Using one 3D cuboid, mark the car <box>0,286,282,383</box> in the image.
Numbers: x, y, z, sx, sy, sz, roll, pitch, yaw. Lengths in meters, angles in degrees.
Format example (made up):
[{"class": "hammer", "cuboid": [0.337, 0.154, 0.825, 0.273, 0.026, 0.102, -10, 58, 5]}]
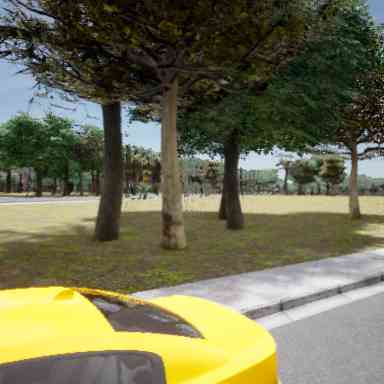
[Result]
[{"class": "car", "cuboid": [-1.610, 1.474, 1.935, 5.008, 1.535, 1.882, 1, -1, -36]}]
